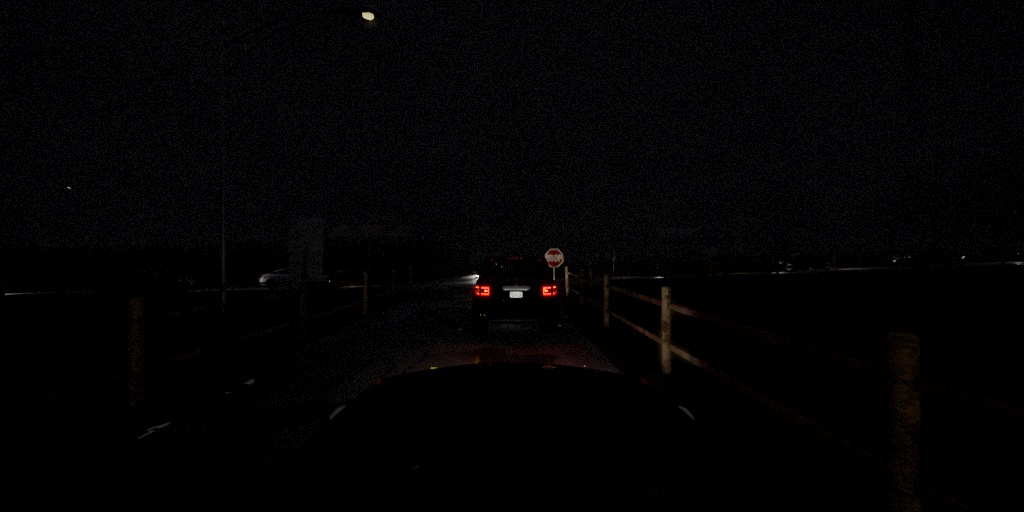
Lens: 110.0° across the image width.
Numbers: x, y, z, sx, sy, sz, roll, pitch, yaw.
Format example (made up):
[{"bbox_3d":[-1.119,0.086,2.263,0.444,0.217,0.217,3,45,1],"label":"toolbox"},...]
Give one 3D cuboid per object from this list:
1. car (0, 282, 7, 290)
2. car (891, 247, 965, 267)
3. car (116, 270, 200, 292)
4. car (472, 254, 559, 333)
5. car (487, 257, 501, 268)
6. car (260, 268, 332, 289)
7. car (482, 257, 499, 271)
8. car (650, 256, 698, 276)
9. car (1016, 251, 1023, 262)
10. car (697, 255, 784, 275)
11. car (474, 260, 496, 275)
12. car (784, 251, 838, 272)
[{"bbox_3d":[-39.454,2.074,25.720,4.674,1.442,1.812,-1,-2,0],"label":"car"},{"bbox_3d":[33.221,0.037,28.852,4.902,1.511,2.128,-2,-2,0],"label":"car"},{"bbox_3d":[-25.332,1.765,25.741,4.902,1.511,2.128,-1,-2,0],"label":"car"},{"bbox_3d":[0.060,0.975,10.857,2.150,2.045,5.566,0,0,-1],"label":"car"},{"bbox_3d":[-2.928,1.059,58.972,2.097,1.767,4.553,0,0,1],"label":"car"},{"bbox_3d":[-15.444,1.589,25.763,4.674,1.442,1.812,-1,-2,0],"label":"car"},{"bbox_3d":[-2.940,1.069,49.982,2.097,1.767,4.553,0,0,0],"label":"car"},{"bbox_3d":[13.674,0.776,28.775,5.008,1.535,1.882,-2,-2,-1],"label":"car"},{"bbox_3d":[43.786,-0.344,28.845,4.674,1.442,1.812,-3,-2,1],"label":"car"},{"bbox_3d":[16.376,0.614,25.856,4.674,1.442,1.812,-2,-2,0],"label":"car"},{"bbox_3d":[-2.935,1.222,40.392,2.128,1.511,4.902,0,0,0],"label":"car"},{"bbox_3d":[23.153,0.415,28.828,5.008,1.535,1.882,-2,-2,0],"label":"car"}]
